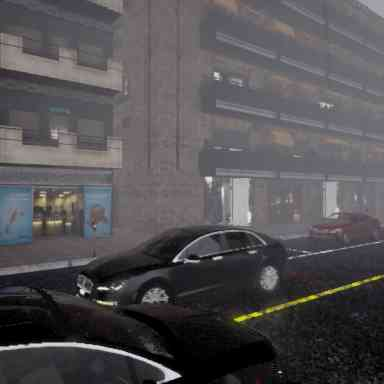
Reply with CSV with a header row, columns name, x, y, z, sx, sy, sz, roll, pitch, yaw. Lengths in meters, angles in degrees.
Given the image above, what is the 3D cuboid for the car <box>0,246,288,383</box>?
name,x,y,z,sx,sy,sz,roll,pitch,yaw
car,-1.371,1.505,2.327,4.892,1.490,1.837,0,0,-35

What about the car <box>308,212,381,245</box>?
name,x,y,z,sx,sy,sz,roll,pitch,yaw
car,7.199,1.583,15.522,4.206,1.307,1.802,0,0,-35

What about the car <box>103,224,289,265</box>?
name,x,y,z,sx,sy,sz,roll,pitch,yaw
car,0.048,1.505,7.262,4.892,1.490,1.837,0,0,-35
